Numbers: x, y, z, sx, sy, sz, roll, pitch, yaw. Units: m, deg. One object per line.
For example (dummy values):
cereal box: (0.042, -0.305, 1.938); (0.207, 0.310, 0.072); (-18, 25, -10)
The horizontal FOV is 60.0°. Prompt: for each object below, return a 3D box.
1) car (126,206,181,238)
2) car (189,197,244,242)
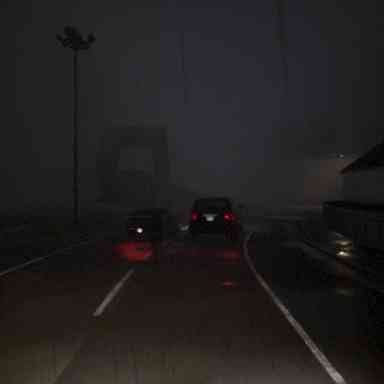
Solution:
car: (-1.913, 1.523, 17.764); (1.837, 1.490, 4.892); (0, 0, 12)
car: (1.350, 1.239, 16.827); (2.150, 2.045, 5.566); (0, 0, 12)
